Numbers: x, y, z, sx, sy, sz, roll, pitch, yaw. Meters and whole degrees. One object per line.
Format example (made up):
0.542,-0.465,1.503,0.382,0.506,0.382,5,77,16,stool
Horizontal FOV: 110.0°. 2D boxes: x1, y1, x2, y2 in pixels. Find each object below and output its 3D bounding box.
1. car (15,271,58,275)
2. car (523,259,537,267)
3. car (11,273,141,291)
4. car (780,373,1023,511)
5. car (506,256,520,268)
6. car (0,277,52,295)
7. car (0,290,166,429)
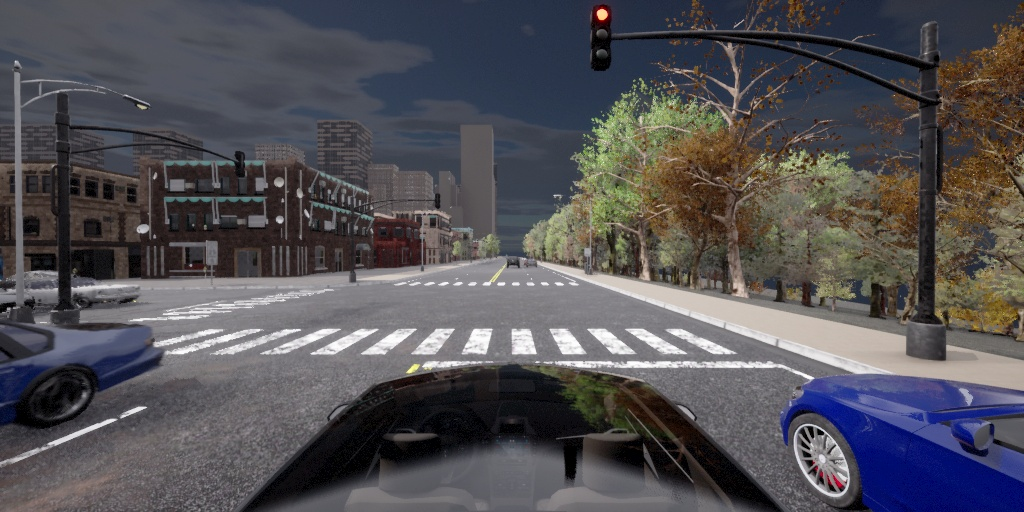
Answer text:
-28.242,1.560,21.321,4.403,1.370,2.007,0,0,0,car
3.470,1.218,63.895,2.128,1.511,4.902,0,0,0,car
-19.097,1.563,15.496,4.718,1.301,1.895,-1,1,0,car
3.346,1.276,1.351,1.812,1.442,4.674,0,0,2,car
0.215,0.951,61.587,2.150,2.045,5.566,0,0,0,car
-19.926,1.565,12.792,4.313,1.339,1.948,0,0,0,car
-6.318,1.297,2.990,2.033,1.411,5.357,0,0,5,car
